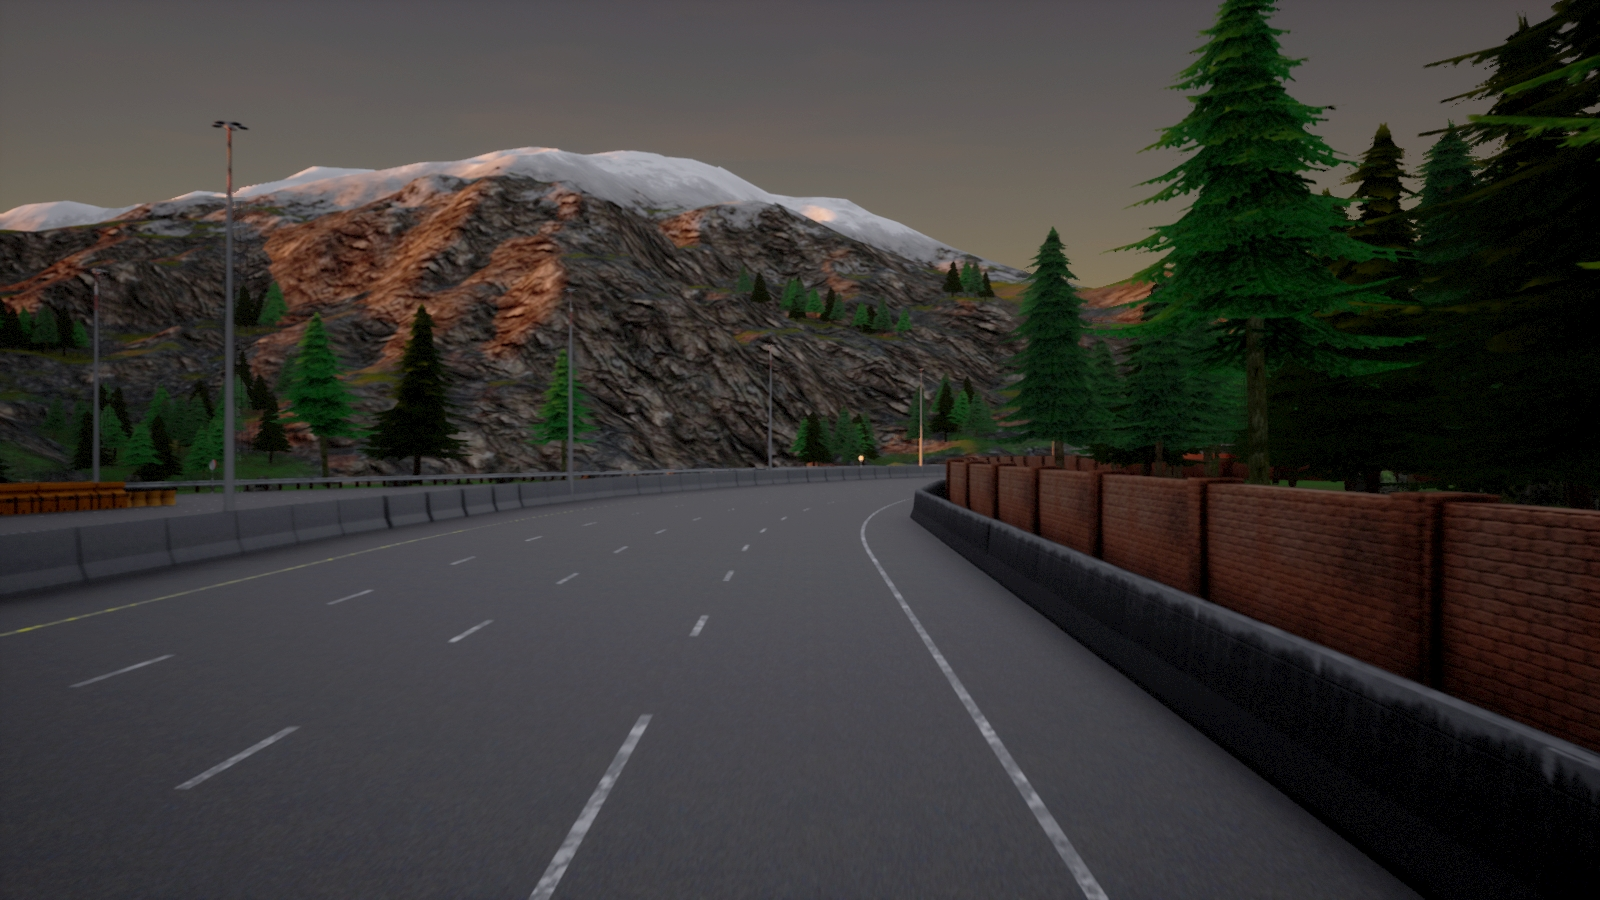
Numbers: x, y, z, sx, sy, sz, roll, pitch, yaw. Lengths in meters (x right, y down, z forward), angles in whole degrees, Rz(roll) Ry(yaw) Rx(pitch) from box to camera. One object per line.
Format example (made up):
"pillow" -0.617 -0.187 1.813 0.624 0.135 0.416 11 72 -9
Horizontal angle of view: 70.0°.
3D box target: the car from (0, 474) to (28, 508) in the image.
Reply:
"car" -40.516 2.020 56.043 1.851 1.617 3.988 0 0 34
